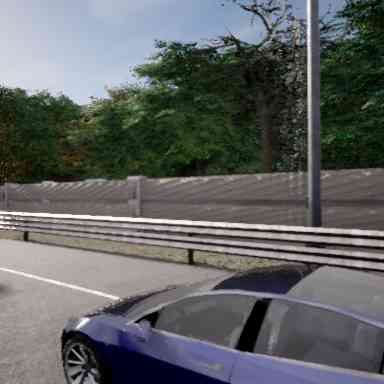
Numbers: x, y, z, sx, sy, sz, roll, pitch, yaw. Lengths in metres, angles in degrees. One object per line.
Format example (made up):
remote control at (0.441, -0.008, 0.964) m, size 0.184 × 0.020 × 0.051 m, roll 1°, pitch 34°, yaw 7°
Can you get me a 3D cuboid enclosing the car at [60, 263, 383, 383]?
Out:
car at (0.673, 1.515, 3.389) m, size 4.792 × 1.488 × 2.163 m, roll 0°, pitch 0°, yaw 36°
